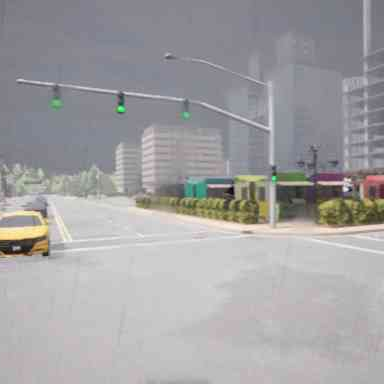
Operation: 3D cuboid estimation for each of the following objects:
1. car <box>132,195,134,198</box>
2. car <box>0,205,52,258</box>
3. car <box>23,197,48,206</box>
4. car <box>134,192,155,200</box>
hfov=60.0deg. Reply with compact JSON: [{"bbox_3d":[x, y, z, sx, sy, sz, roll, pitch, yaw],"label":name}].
[{"bbox_3d":[-11.419,0.959,76.895,4.605,1.855,1.932,-1,0,-25],"label":"car"},{"bbox_3d":[-6.516,1.505,12.765,1.882,1.535,5.008,-1,0,-24],"label":"car"},{"bbox_3d":[-13.948,1.532,29.716,1.882,1.535,5.008,-1,0,-24],"label":"car"},{"bbox_3d":[-10.238,0.957,74.252,3.866,1.878,1.905,-1,0,-25],"label":"car"}]
